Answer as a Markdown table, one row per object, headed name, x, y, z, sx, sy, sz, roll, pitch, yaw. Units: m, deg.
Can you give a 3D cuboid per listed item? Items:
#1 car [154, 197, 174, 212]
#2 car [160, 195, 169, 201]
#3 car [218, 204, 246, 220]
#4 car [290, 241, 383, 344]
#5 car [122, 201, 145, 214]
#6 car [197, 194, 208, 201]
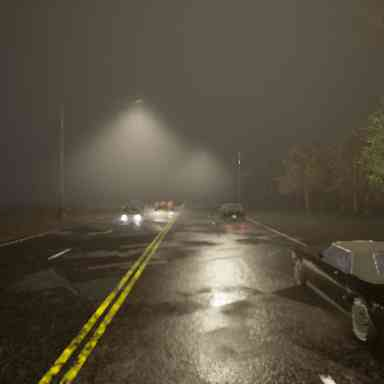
| name | x | y | z | sx | sy | sz | roll | pitch | yaw |
| --- | --- | --- | --- | --- | --- | --- | --- | --- | --- |
| car | -3.362 | 1.437 | 40.337 | 2.097 | 1.767 | 4.553 | -2 | -1 | 0 |
| car | -6.497 | 1.398 | 78.937 | 1.994 | 1.385 | 4.181 | 0 | 0 | 0 |
| car | 3.361 | 1.673 | 28.745 | 1.895 | 1.301 | 4.718 | -1 | 0 | 0 |
| car | 3.381 | 1.580 | 6.251 | 1.895 | 1.301 | 4.718 | 1 | 0 | 0 |
| car | -6.594 | 1.695 | 37.566 | 1.895 | 1.301 | 4.718 | 0 | 0 | 0 |
| car | 3.251 | 1.455 | 91.640 | 2.097 | 1.767 | 4.553 | 0 | 0 | 0 |
